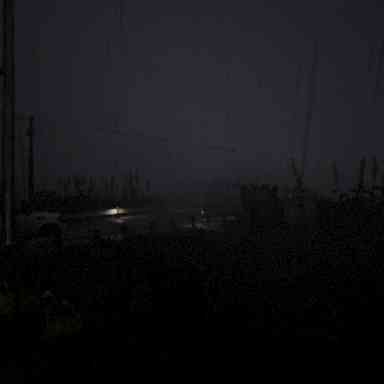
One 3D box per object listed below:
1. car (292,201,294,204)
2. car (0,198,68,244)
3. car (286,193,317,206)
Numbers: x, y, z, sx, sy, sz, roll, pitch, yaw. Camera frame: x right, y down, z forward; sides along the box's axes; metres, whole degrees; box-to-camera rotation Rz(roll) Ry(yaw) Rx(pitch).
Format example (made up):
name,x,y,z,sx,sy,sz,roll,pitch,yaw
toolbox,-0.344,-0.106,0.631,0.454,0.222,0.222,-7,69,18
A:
name,x,y,z,sx,sy,sz,roll,pitch,yaw
car,11.419,0.479,34.367,2.150,2.045,5.566,0,-1,43
car,-7.661,1.199,12.705,2.150,2.045,5.566,0,0,39
car,14.016,0.924,42.312,1.837,1.490,4.892,0,-2,44
